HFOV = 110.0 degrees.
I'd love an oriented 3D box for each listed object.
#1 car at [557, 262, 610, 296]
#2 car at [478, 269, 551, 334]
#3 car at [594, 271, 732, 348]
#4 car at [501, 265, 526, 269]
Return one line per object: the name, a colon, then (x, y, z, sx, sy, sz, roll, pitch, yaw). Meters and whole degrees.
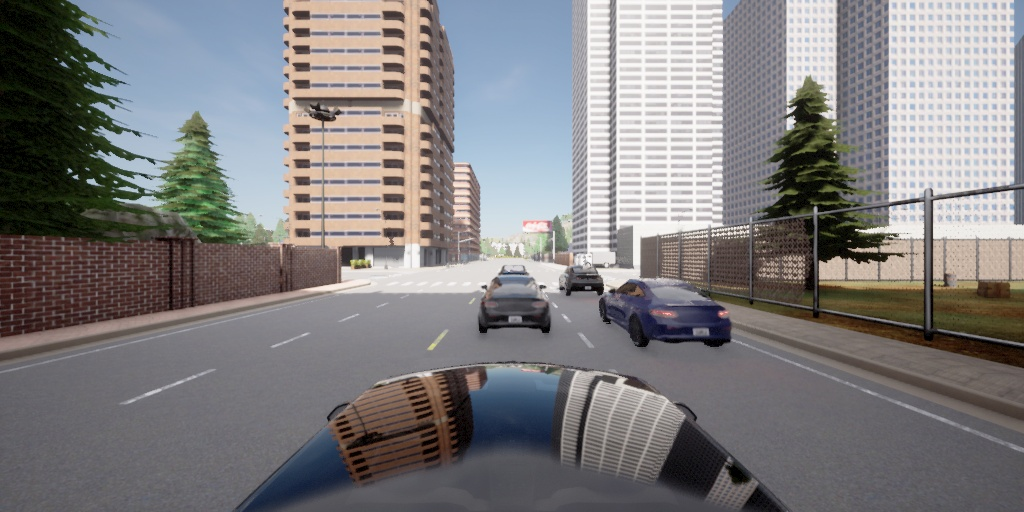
car: (3.624, 1.256, 19.276, 1.837, 1.490, 4.892, 0, 0, 1)
car: (0.059, 1.276, 10.482, 1.812, 1.442, 4.674, 0, 0, 0)
car: (3.601, 1.276, 9.136, 1.812, 1.442, 4.674, 0, 0, 0)
car: (0.088, 1.242, 21.030, 2.128, 1.511, 4.902, 0, 0, 0)
